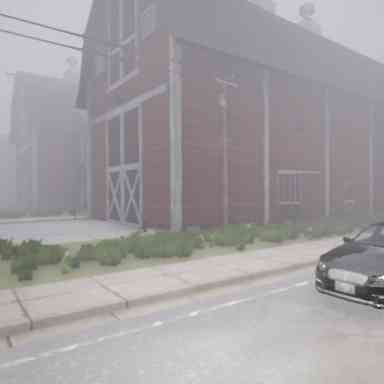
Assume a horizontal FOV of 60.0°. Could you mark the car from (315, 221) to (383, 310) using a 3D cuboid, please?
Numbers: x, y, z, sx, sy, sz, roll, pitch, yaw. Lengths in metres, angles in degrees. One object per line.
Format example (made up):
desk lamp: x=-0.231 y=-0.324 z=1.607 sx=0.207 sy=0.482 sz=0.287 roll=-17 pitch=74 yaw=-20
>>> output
car: x=4.719 y=1.417 z=7.358 sx=4.902 sy=1.511 sz=2.128 roll=-1 pitch=0 yaw=-36
